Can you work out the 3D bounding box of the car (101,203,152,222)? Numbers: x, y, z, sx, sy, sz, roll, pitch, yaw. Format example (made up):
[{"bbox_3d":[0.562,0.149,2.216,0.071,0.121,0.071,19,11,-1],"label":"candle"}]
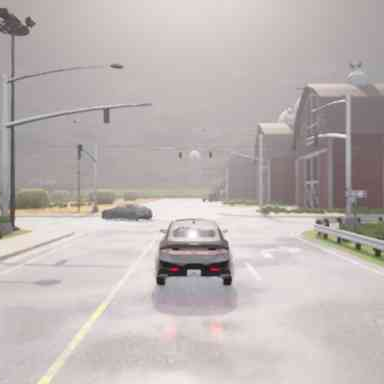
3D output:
[{"bbox_3d":[-5.352,1.618,27.191,4.181,1.385,1.994,0,0,26],"label":"car"}]

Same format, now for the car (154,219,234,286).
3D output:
[{"bbox_3d":[0.056,1.506,9.466,2.128,1.511,4.902,0,0,0],"label":"car"}]

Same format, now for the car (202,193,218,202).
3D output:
[{"bbox_3d":[4.074,1.256,73.737,1.905,1.878,3.866,-8,3,-42],"label":"car"}]
